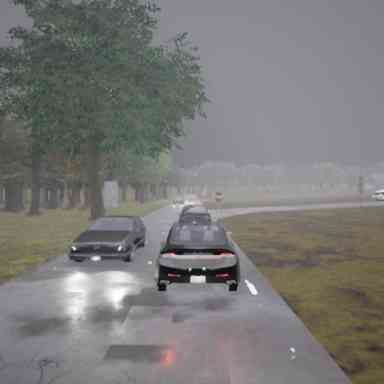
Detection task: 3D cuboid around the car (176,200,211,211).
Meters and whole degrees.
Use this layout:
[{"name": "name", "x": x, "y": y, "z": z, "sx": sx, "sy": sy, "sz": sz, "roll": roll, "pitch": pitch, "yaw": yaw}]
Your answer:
[{"name": "car", "x": 0.156, "y": 1.506, "z": 20.636, "sx": 1.882, "sy": 1.535, "sz": 5.008, "roll": 0, "pitch": 0, "yaw": 0}]

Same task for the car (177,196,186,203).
[{"name": "car", "x": -2.451, "y": 1.694, "z": 77.493, "sx": 1.837, "sy": 1.490, "sz": 4.892, "roll": 0, "pitch": 0, "yaw": 0}]

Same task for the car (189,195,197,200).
[{"name": "car", "x": 0.316, "y": 1.678, "z": 82.362, "sx": 1.882, "sy": 1.535, "sz": 5.008, "roll": 0, "pitch": 0, "yaw": 0}]

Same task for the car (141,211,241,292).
[{"name": "car", "x": 0.132, "y": 1.501, "z": 8.947, "sx": 2.128, "sy": 1.511, "sz": 4.902, "roll": 0, "pitch": 0, "yaw": 0}]

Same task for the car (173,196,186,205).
[{"name": "car", "x": -2.558, "y": 1.665, "z": 62.289, "sx": 1.812, "sy": 1.442, "sz": 4.674, "roll": 0, "pitch": 0, "yaw": 1}]

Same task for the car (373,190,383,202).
[{"name": "car", "x": 23.602, "y": 0.039, "z": 37.728, "sx": 5.566, "sy": 2.045, "sz": 2.150, "roll": -3, "pitch": 1, "yaw": 1}]

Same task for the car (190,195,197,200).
[{"name": "car", "x": 0.357, "y": 1.589, "z": 92.782, "sx": 1.812, "sy": 1.442, "sz": 4.674, "roll": 0, "pitch": 0, "yaw": 0}]

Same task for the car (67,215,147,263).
[{"name": "car", "x": -2.792, "y": 1.561, "z": 12.357, "sx": 2.033, "sy": 1.411, "sz": 5.357, "roll": 0, "pitch": 0, "yaw": 0}]
